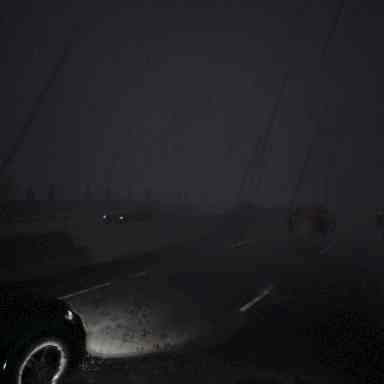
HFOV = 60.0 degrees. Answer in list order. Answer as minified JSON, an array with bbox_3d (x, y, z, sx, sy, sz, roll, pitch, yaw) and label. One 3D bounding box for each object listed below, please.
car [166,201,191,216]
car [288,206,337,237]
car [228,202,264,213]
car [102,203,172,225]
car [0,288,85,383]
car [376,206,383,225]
[{"bbox_3d":[-1.813,1.601,31.561,1.812,1.442,4.674,0,-1,32],"label":"car"},{"bbox_3d":[6.880,1.559,18.769,2.128,1.511,4.902,0,0,32],"label":"car"},{"bbox_3d":[4.791,1.620,28.899,1.837,1.490,4.892,0,-1,32],"label":"car"},{"bbox_3d":[-3.682,1.628,22.098,1.895,1.301,4.718,0,0,32],"label":"car"},{"bbox_3d":[-3.101,1.557,3.058,1.994,1.385,4.181,0,0,32],"label":"car"},{"bbox_3d":[14.976,1.731,25.011,1.812,1.442,4.674,0,-2,31],"label":"car"}]
